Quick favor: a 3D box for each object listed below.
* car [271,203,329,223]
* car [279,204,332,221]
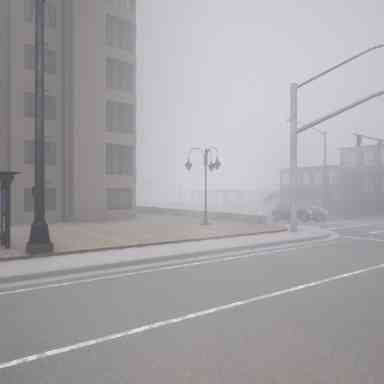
[{"bbox_3d":[9.134,1.744,29.112,2.097,1.767,4.553,1,-5,-36],"label":"car"},{"bbox_3d":[11.078,2.067,32.707,1.812,1.442,4.674,0,-5,-36],"label":"car"}]
